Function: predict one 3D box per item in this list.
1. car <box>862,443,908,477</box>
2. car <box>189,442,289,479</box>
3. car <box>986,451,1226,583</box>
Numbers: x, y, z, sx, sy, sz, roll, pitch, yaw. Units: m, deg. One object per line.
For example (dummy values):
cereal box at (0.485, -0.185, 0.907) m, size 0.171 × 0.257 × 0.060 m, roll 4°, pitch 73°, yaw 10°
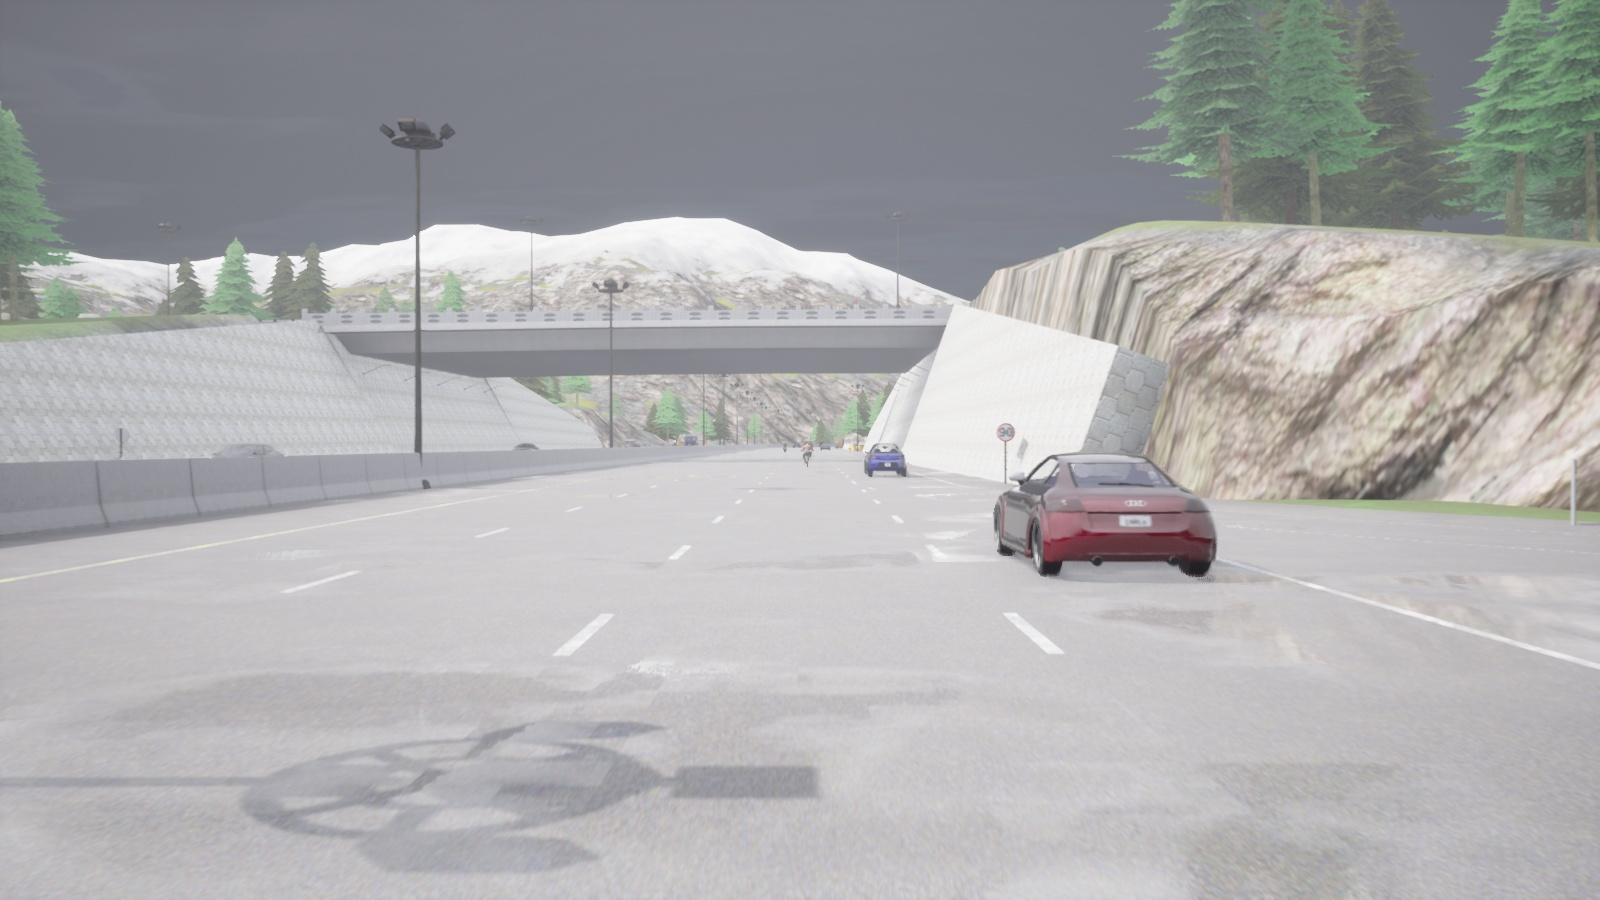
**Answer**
car at (3.840, 0.442, 57.058) m, size 1.816 × 1.474 × 4.193 m, roll 0°, pitch 0°, yaw 0°
car at (-24.176, 0.421, 54.320) m, size 2.163 × 1.488 × 4.792 m, roll 0°, pitch 0°, yaw 0°
car at (3.604, 0.725, 15.623) m, size 1.994 × 1.385 × 4.181 m, roll 0°, pitch 0°, yaw 0°
